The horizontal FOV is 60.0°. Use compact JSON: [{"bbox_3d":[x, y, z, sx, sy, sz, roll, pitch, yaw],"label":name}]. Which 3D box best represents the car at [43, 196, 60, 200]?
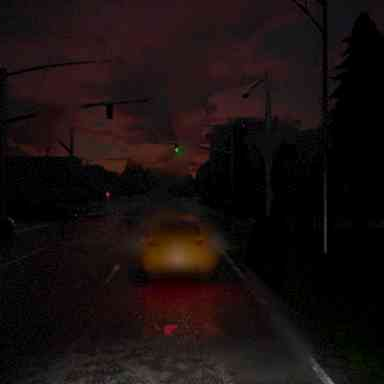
[{"bbox_3d":[-23.505,1.397,55.608,1.970,1.475,3.806,0,0,-3],"label":"car"}]

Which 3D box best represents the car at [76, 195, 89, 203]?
[{"bbox_3d":[-20.859,1.373,63.154,1.845,1.501,3.633,0,0,-3],"label":"car"}]

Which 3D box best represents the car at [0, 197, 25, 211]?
[{"bbox_3d":[-19.690,1.358,37.146,2.007,1.523,4.514,0,0,-3],"label":"car"}]

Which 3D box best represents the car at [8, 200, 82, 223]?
[{"bbox_3d":[-10.951,1.532,24.661,4.674,1.442,1.812,0,0,1],"label":"car"}]

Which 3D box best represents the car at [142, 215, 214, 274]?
[{"bbox_3d":[-0.446,1.469,10.557,1.882,1.535,5.008,0,0,-3],"label":"car"}]
